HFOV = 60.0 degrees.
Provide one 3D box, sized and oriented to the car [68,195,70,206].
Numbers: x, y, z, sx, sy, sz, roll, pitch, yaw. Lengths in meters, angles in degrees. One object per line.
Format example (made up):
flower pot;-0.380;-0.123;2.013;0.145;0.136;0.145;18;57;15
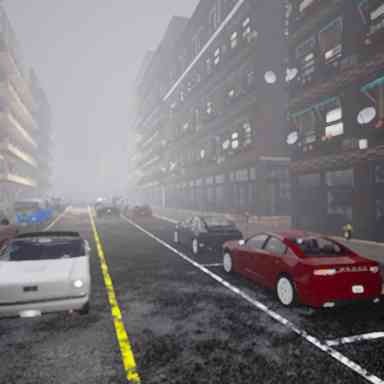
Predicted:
car;-17.181;1.382;42.391;2.192;1.841;5.009;2;-1;-18

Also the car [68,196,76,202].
car;-32.451;1.855;89.768;1.802;1.307;4.206;1;-1;-18

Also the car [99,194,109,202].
car;-21.568;1.535;81.595;2.192;1.841;5.009;1;-1;-18

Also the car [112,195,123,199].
car;-7.962;1.500;39.488;1.967;1.590;4.097;1;-1;-18

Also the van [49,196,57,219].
van;-12.096;1.370;26.600;1.690;1.788;3.998;2;-1;-18

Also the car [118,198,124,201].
car;-6.276;1.591;34.219;1.887;1.381;4.507;1;-1;-18

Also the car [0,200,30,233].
car;-7.007;1.321;10.808;2.192;1.841;5.009;2;-1;-18

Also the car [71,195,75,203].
car;-25.661;1.477;68.712;2.192;1.841;5.009;1;-1;-18

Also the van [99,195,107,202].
van;-23.265;1.590;86.860;1.690;1.788;3.998;1;-1;-18

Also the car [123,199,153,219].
car;-4.580;1.580;28.955;1.887;1.381;4.507;1;-1;-18

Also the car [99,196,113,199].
car;-11.344;1.556;41.779;2.128;1.511;4.902;0;0;-17

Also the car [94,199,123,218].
car;-7.895;1.602;31.118;1.994;1.385;4.181;0;0;-18

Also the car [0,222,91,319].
car;-3.221;1.605;7.341;1.895;1.301;4.718;0;0;-18

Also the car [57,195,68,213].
car;-15.486;1.368;37.128;2.192;1.841;5.009;2;-1;-18

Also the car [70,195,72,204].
car;-20.579;1.665;52.919;1.947;1.339;4.313;2;-1;-18

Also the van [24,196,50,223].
van;-10.399;1.360;21.334;1.690;1.788;3.998;2;-1;-18

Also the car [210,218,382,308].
car;2.203;1.553;7.897;1.887;1.381;4.507;2;-1;-18

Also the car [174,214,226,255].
car;0.506;1.563;13.162;2.008;1.369;4.403;1;-1;-18
